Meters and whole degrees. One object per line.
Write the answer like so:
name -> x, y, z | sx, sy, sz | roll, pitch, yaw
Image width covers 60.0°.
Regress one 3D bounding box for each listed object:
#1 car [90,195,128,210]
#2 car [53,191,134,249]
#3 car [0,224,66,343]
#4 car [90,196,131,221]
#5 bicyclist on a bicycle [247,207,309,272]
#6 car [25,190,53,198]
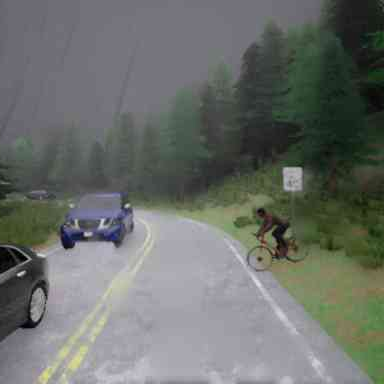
car -> -8.745, 1.054, 34.792 | 1.895, 1.301, 4.718 | 3, -1, -40
car -> -3.721, 1.023, 14.015 | 2.150, 2.045, 5.566 | 0, 1, -4
car -> -3.376, 1.456, 4.005 | 1.837, 1.490, 4.892 | 0, 1, -1
car -> -6.130, 1.132, 24.406 | 2.033, 1.411, 5.357 | 1, 1, -23
bicyclist on a bicycle -> 2.114, 1.160, 8.615 | 1.656, 1.620, 0.582 | -15, 2, -1
car -> -20.005, 0.445, 43.396 | 5.008, 1.535, 1.882 | 3, -2, 25
